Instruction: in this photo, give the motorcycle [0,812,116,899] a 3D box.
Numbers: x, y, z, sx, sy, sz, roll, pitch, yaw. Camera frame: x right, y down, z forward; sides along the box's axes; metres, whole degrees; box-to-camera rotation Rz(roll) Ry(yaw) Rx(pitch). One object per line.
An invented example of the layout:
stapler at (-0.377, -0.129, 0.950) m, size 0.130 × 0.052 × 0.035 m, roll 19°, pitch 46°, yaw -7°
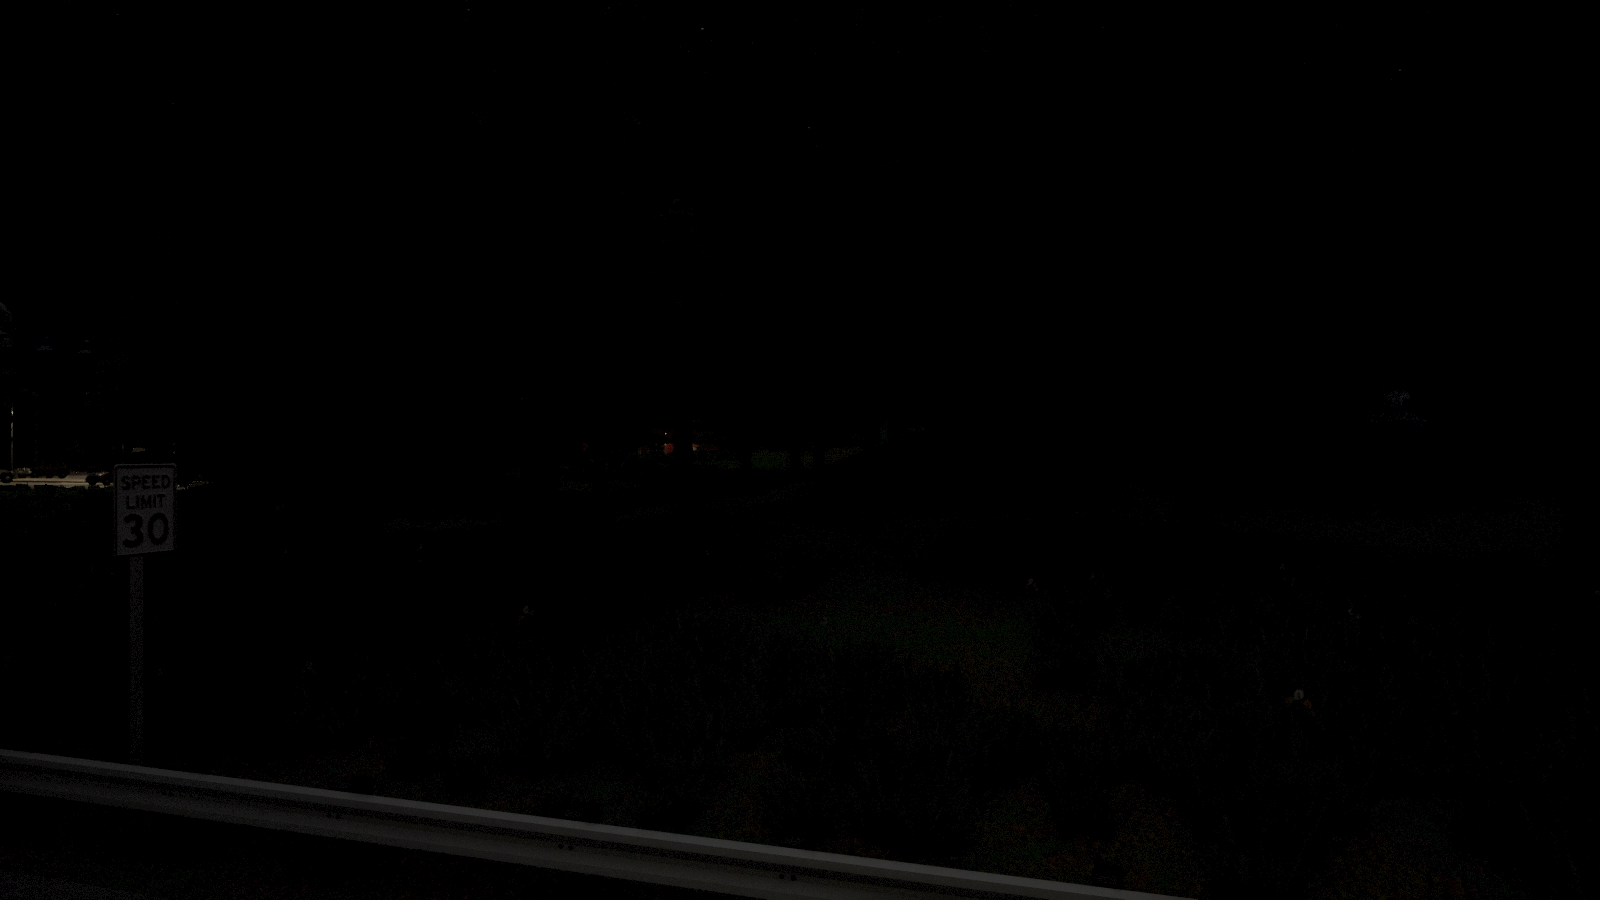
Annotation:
motorcycle at (-3.899, 2.159, 4.660) m, size 2.033 × 1.199 × 0.803 m, roll 0°, pitch 0°, yaw 20°
